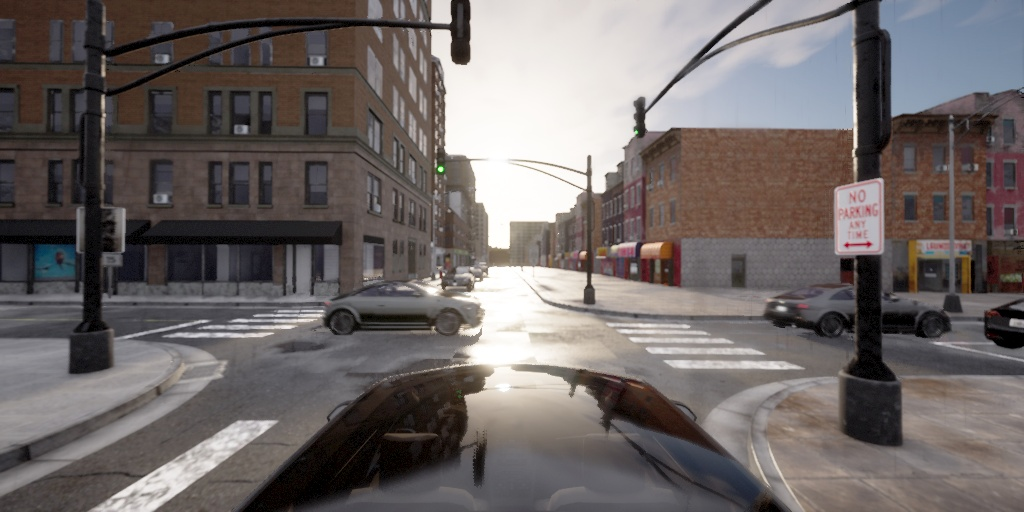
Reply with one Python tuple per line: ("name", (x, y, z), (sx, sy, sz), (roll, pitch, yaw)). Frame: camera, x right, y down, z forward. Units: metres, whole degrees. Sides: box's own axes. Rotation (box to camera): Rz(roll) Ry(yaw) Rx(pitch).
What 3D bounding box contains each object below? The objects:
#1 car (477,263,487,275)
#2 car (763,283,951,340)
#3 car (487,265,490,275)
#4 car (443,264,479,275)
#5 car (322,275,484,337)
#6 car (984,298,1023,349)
("car", (-3.660, 1.561, 33.485), (1.994, 1.385, 4.181), (0, -1, -1))
("car", (9.704, 1.497, 10.300), (4.181, 1.385, 1.994), (1, 0, -1))
("car", (-3.960, 1.654, 46.371), (2.128, 1.511, 4.902), (0, -1, -1))
("car", (-3.439, 1.418, 23.518), (1.812, 1.442, 4.674), (0, -1, -1))
("car", (-2.882, 1.358, 9.962), (4.181, 1.385, 1.994), (0, 0, -2))
("car", (12.994, 1.507, 7.740), (4.313, 1.339, 1.948), (0, 0, -1))
